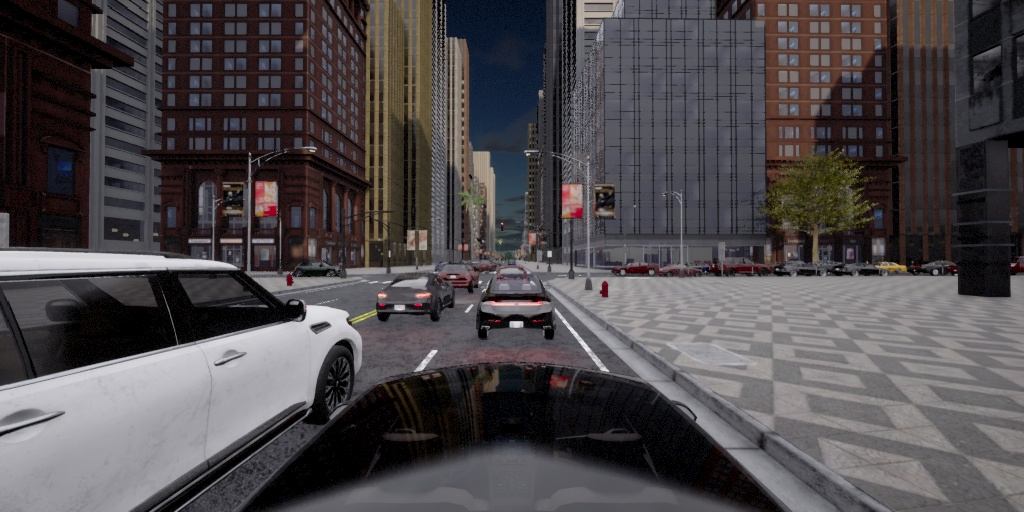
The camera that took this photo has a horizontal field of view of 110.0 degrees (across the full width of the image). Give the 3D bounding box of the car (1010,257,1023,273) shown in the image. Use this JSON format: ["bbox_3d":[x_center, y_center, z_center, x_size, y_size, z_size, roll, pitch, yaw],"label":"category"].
[{"bbox_3d":[49.119,0.973,33.486,5.009,1.841,2.192,0,0,-1],"label":"car"}]

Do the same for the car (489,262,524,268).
[{"bbox_3d":[-0.014,1.260,19.567,1.882,1.535,5.008,0,0,0],"label":"car"}]

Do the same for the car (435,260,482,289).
[{"bbox_3d":[-3.164,1.142,21.356,2.097,1.767,4.553,0,0,0],"label":"car"}]

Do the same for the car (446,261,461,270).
[{"bbox_3d":[-9.872,1.557,60.833,1.812,1.442,4.674,0,0,0],"label":"car"}]

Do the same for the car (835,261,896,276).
[{"bbox_3d":[32.205,1.260,33.210,4.313,1.339,1.948,0,0,-1],"label":"car"}]

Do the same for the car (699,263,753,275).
[{"bbox_3d":[23.156,1.389,38.835,4.718,1.301,1.895,0,-1,-1],"label":"car"}]

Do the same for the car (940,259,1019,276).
[{"bbox_3d":[43.481,1.214,33.395,4.507,1.381,1.888,0,0,-1],"label":"car"}]

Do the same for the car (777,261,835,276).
[{"bbox_3d":[26.568,1.276,33.118,4.313,1.339,1.948,0,0,-1],"label":"car"}]

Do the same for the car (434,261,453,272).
[{"bbox_3d":[-9.876,1.495,51.910,1.812,1.442,4.674,0,0,0],"label":"car"}]

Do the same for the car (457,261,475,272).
[{"bbox_3d":[-6.636,1.463,52.188,2.128,1.511,4.902,0,0,0],"label":"car"}]

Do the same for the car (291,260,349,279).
[{"bbox_3d":[-18.648,1.262,35.051,4.553,1.767,2.097,0,-1,-2],"label":"car"}]

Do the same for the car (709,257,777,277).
[{"bbox_3d":[20.931,1.041,33.027,5.009,1.841,2.192,0,0,-1],"label":"car"}]

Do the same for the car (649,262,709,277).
[{"bbox_3d":[15.292,1.327,32.935,4.207,1.307,1.802,0,0,-1],"label":"car"}]

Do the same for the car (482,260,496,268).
[{"bbox_3d":[-3.404,1.300,48.613,2.097,1.767,4.553,0,0,5],"label":"car"}]

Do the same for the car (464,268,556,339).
[{"bbox_3d":[0.093,1.248,10.066,2.128,1.511,4.902,0,0,0],"label":"car"}]

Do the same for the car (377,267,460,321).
[{"bbox_3d":[-3.158,1.288,12.376,1.812,1.442,4.674,0,0,0],"label":"car"}]

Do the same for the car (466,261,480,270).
[{"bbox_3d":[-6.623,1.561,61.287,1.812,1.442,4.674,0,0,0],"label":"car"}]

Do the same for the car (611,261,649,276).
[{"bbox_3d":[13.239,1.299,38.687,5.008,1.535,1.882,0,-1,-2],"label":"car"}]

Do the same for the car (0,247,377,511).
[{"bbox_3d":[-3.155,0.972,2.597,2.150,2.045,5.566,0,0,0],"label":"car"}]

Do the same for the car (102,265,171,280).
[{"bbox_3d":[-36.522,1.591,34.933,4.718,1.301,1.895,0,-1,0],"label":"car"}]

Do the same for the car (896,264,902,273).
[{"bbox_3d":[43.178,1.296,41.915,4.829,1.417,1.751,0,0,-1],"label":"car"}]

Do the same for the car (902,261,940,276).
[{"bbox_3d":[42.828,1.206,36.010,4.892,1.490,1.837,0,-1,-1],"label":"car"}]

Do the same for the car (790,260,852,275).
[{"bbox_3d":[33.566,1.251,38.998,4.902,1.511,2.128,0,-1,-1],"label":"car"}]
